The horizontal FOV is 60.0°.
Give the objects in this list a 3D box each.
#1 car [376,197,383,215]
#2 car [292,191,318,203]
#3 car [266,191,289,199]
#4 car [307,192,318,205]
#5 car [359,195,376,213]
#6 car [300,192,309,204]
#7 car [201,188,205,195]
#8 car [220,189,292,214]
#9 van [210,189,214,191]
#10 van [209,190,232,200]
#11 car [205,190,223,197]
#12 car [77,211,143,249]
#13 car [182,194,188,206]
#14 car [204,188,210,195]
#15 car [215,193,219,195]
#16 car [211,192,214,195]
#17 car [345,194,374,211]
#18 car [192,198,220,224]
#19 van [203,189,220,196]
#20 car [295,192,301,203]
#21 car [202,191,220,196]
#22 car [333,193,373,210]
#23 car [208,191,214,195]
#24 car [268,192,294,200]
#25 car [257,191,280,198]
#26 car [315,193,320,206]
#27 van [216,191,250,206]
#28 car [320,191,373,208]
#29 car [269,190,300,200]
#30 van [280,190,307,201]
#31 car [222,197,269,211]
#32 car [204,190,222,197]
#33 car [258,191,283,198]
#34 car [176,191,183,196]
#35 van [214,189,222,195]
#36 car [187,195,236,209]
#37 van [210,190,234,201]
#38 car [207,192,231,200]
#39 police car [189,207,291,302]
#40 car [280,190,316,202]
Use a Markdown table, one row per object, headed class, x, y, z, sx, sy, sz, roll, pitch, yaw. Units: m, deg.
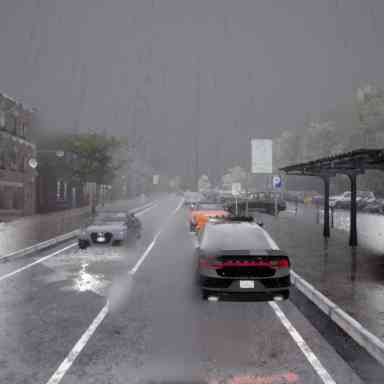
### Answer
| class | x | y | z | sx | sy | sz | roll | pitch | yaw |
| --- | --- | --- | --- | --- | --- | --- | --- | --- | --- |
| car | 18.790 | 1.331 | 28.179 | 4.792 | 1.488 | 2.163 | 0 | 1 | 0 |
| car | 18.705 | 1.080 | 53.164 | 4.792 | 1.488 | 2.163 | 0 | 1 | 0 |
| car | 18.641 | 0.611 | 72.591 | 4.553 | 1.767 | 2.185 | 0 | 1 | 0 |
| car | 18.699 | 1.149 | 44.832 | 5.008 | 1.535 | 2.097 | 0 | 1 | 0 |
| car | 18.758 | 1.277 | 30.953 | 4.892 | 1.521 | 2.231 | 0 | 1 | 0 |
| car | 18.880 | 1.117 | 47.610 | 5.366 | 1.575 | 1.946 | 0 | 1 | 0 |
| car | 5.485 | 0.398 | 77.696 | 5.566 | 2.045 | 2.435 | 0 | 1 | 0 |
| car | 5.647 | 1.032 | 30.037 | 5.566 | 2.045 | 2.435 | 0 | 1 | 0 |
| van | 5.696 | 0.753 | 58.078 | 4.442 | 1.987 | 1.878 | 0 | 1 | 0 |
| van | 5.668 | 0.612 | 66.485 | 4.442 | 1.987 | 1.878 | 0 | 1 | 0 |
| car | 5.463 | 0.429 | 83.303 | 4.553 | 1.767 | 2.185 | 0 | 1 | 0 |
| car | -3.278 | 1.503 | 14.008 | 1.994 | 1.385 | 4.181 | 0 | 0 | 0 |
| car | -0.059 | 1.215 | 46.840 | 1.895 | 1.301 | 4.718 | 0 | 1 | 1 |
| car | 5.542 | 0.681 | 60.878 | 5.566 | 2.045 | 2.435 | 0 | 1 | 0 |
| car | 5.631 | 1.183 | 41.252 | 5.008 | 1.535 | 2.097 | 0 | 1 | 0 |
| car | 5.638 | 1.126 | 49.664 | 4.792 | 1.488 | 2.163 | 0 | 1 | 0 |
| car | 18.747 | 1.251 | 33.729 | 5.008 | 1.535 | 2.097 | 0 | 1 | 0 |
| car | 0.926 | 1.303 | 24.514 | 1.801 | 1.575 | 5.366 | 0 | 1 | 0 |
| van | 5.349 | 0.188 | 91.710 | 4.442 | 1.987 | 1.878 | 0 | 1 | 0 |
| car | 18.656 | 1.119 | 50.381 | 4.792 | 1.488 | 2.163 | 0 | 1 | 0 |
| car | 5.451 | 0.366 | 94.517 | 5.008 | 1.535 | 2.097 | 0 | 1 | 0 |
| car | 18.738 | 1.226 | 36.505 | 5.008 | 1.535 | 2.097 | 0 | 1 | 0 |
| car | 5.596 | 1.020 | 55.274 | 4.892 | 1.521 | 2.231 | 0 | 1 | 0 |
| car | 18.591 | 0.813 | 69.817 | 4.792 | 1.488 | 2.163 | 0 | 1 | 0 |
| car | 18.588 | 0.597 | 80.919 | 4.892 | 1.521 | 2.231 | 0 | 1 | 0 |
| car | 18.708 | 1.178 | 42.055 | 4.892 | 1.521 | 2.231 | 0 | 1 | 0 |
| van | 5.734 | 0.901 | 46.859 | 4.442 | 1.987 | 1.878 | 0 | 1 | 0 |
| car | 18.694 | 0.950 | 39.278 | 5.566 | 2.045 | 2.435 | 0 | 1 | 0 |
| car | 18.658 | 0.578 | 67.037 | 5.566 | 2.045 | 2.435 | 0 | 1 | 0 |
| van | 18.765 | 0.697 | 61.488 | 4.442 | 1.987 | 1.878 | 0 | 1 | 0 |
| car | 5.658 | 1.273 | 35.646 | 4.674 | 1.452 | 2.002 | 0 | 1 | 0 |
| car | 5.453 | 0.382 | 86.106 | 4.553 | 1.767 | 2.185 | 0 | 1 | 0 |
| car | 18.406 | 0.640 | 78.142 | 5.366 | 1.575 | 1.946 | 0 | 1 | 0 |
| car | -3.442 | 0.486 | 94.930 | 1.895 | 1.301 | 4.718 | 0 | 1 | 0 |
| van | 5.511 | 0.931 | 44.056 | 4.442 | 1.987 | 1.878 | 0 | 1 | 0 |
| car | 0.938 | 1.255 | 18.285 | 2.097 | 1.767 | 4.553 | 0 | 1 | 0 |
| van | 5.677 | 0.659 | 63.682 | 4.442 | 1.987 | 1.878 | 0 | 1 | 0 |
| car | 5.535 | 0.792 | 69.292 | 4.892 | 1.521 | 2.231 | 0 | 1 | 0 |
| police car | 0.958 | 1.401 | 8.416 | 1.930 | 1.638 | 5.238 | 0 | 0 | 0 |
| car | 18.686 | 0.718 | 58.711 | 5.566 | 2.045 | 2.435 | 0 | 1 | 0 |
